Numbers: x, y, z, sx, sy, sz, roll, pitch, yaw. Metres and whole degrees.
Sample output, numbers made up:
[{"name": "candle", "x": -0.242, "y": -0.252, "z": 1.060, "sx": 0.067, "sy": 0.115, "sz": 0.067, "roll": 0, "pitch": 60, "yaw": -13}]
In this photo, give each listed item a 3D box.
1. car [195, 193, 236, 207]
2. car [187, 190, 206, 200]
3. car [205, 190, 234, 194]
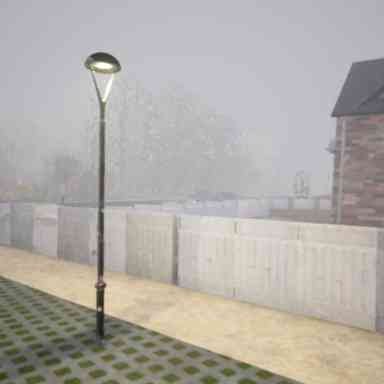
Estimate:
[{"name": "car", "x": 2.861, "y": 1.153, "z": 37.582, "sx": 1.895, "sy": 1.301, "sz": 4.718, "roll": 4, "pitch": 3, "yaw": 41}, {"name": "car", "x": 1.294, "y": 0.397, "z": 50.551, "sx": 1.882, "sy": 1.535, "sz": 5.008, "roll": 4, "pitch": 3, "yaw": 42}, {"name": "car", "x": 4.607, "y": 0.600, "z": 49.383, "sx": 1.837, "sy": 1.490, "sz": 4.892, "roll": 4, "pitch": 3, "yaw": 42}]
